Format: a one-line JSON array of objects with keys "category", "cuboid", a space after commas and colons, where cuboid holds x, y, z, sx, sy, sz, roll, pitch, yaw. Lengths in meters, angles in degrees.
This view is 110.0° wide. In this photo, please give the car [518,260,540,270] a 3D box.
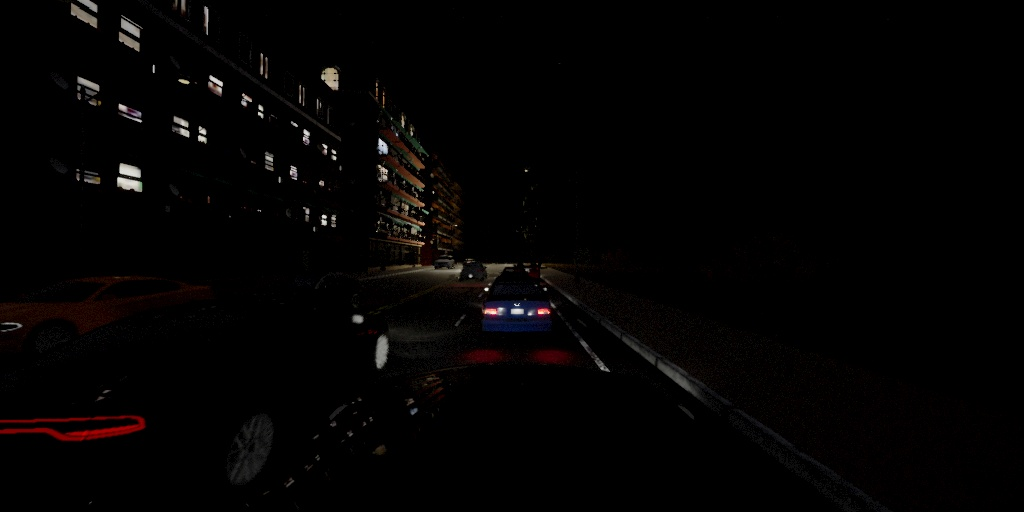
[{"category": "car", "cuboid": [1.190, 1.105, 29.857, 2.097, 1.767, 4.553, 0, 0, 0]}]

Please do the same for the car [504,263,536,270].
[{"category": "car", "cuboid": [0.129, 1.317, 20.922, 1.994, 1.385, 4.181, 0, 0, 1]}]

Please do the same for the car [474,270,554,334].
[{"category": "car", "cuboid": [0.118, 1.299, 10.589, 2.033, 1.411, 5.357, 0, 0, 0]}]

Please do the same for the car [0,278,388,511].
[{"category": "car", "cuboid": [-3.147, 1.228, 4.488, 1.882, 1.535, 5.008, 0, 0, 0]}]

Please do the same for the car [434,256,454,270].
[{"category": "car", "cuboid": [-9.749, 0.975, 51.999, 2.150, 2.045, 5.566, 0, 0, 0]}]

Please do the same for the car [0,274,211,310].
[{"category": "car", "cuboid": [-9.837, 1.229, 8.580, 1.882, 1.535, 5.008, 0, 0, 0]}]

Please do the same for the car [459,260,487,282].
[{"category": "car", "cuboid": [-3.098, 1.280, 29.242, 1.812, 1.442, 4.674, 0, 0, 0]}]

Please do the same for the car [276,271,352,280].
[{"category": "car", "cuboid": [-6.583, 1.243, 11.608, 2.128, 1.511, 4.902, 0, 0, 0]}]
